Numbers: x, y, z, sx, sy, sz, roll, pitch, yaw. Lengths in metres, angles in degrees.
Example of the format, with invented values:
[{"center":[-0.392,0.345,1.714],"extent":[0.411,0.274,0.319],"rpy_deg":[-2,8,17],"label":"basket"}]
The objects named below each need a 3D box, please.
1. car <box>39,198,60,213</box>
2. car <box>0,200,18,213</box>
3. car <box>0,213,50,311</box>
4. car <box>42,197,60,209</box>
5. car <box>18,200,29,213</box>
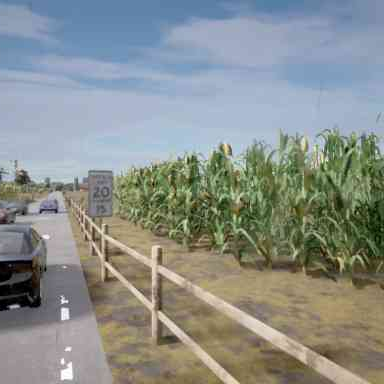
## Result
[{"center":[-15.727,1.560,36.605],"extent":[2.033,1.411,5.357],"rpy_deg":[0,0,-21],"label":"car"},{"center":[-12.938,1.368,21.572],"extent":[2.097,1.767,4.553],"rpy_deg":[0,0,-21],"label":"car"},{"center":[-4.382,1.480,7.563],"extent":[1.882,1.535,5.008],"rpy_deg":[0,0,-21],"label":"car"},{"center":[-19.381,1.510,45.769],"extent":[2.128,1.511,4.902],"rpy_deg":[0,0,-21],"label":"car"},{"center":[-17.231,1.513,32.608],"extent":[2.128,1.511,4.902],"rpy_deg":[0,0,-21],"label":"car"}]
